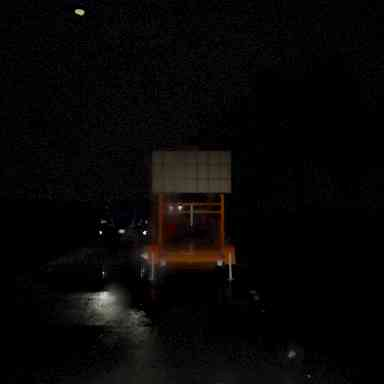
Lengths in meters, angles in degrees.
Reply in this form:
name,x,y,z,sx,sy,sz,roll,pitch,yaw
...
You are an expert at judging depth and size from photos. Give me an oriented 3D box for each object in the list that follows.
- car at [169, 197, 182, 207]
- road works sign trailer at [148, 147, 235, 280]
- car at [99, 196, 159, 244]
name,x,y,z,sx,sy,sz,roll,pitch,yaw
car,-2.783,1.710,57.124,1.837,1.490,4.892,0,0,0
road works sign trailer,-0.011,0.469,9.901,2.380,3.560,2.880,0,0,0
car,-2.837,1.233,16.230,2.150,2.045,5.566,0,0,0
